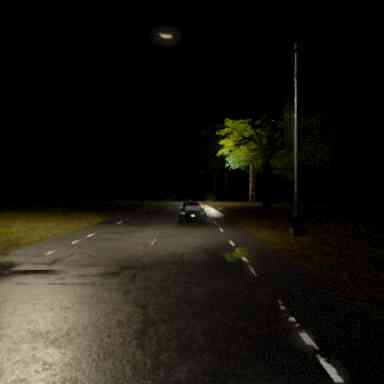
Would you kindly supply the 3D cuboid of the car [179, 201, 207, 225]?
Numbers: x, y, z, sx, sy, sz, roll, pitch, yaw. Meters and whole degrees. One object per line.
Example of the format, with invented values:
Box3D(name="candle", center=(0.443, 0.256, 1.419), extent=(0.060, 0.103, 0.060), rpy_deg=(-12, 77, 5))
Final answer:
Box3D(name="car", center=(0.048, 1.568, 24.349), extent=(1.994, 1.385, 4.181), rpy_deg=(0, 0, 0))
